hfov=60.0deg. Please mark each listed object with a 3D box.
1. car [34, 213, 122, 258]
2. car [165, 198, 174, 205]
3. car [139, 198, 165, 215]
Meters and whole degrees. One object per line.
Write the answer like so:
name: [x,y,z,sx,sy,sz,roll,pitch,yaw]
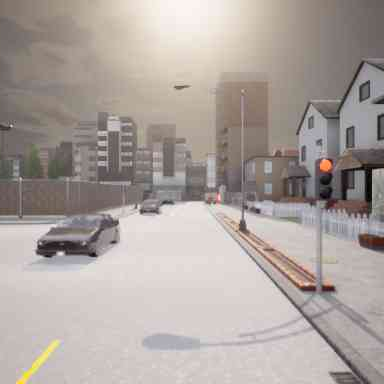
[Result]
car: [-4.107,1.546,13.060,2.033,1.411,5.357,0,0,0]
car: [-4.084,1.598,56.794,1.895,1.301,4.718,0,0,0]
car: [-4.117,1.503,33.616,1.837,1.490,4.892,0,0,0]
